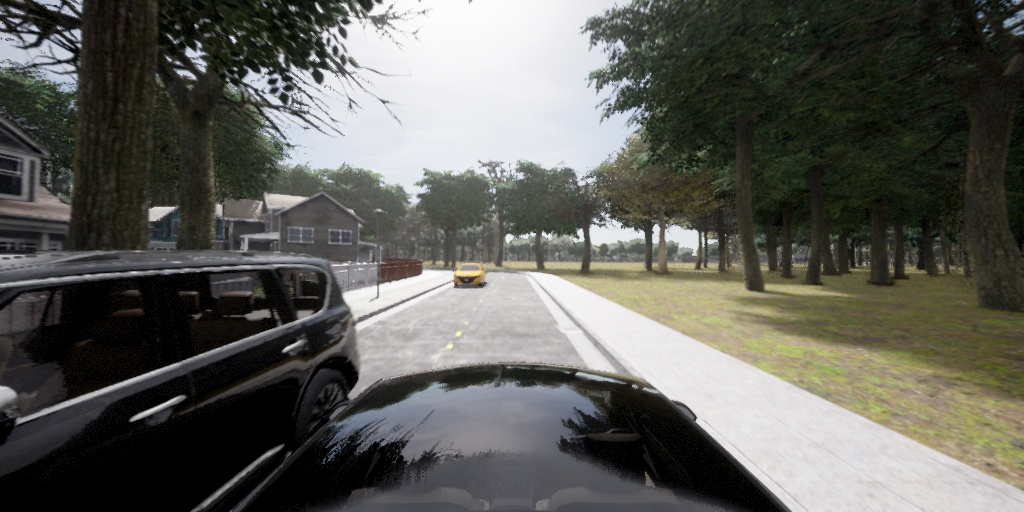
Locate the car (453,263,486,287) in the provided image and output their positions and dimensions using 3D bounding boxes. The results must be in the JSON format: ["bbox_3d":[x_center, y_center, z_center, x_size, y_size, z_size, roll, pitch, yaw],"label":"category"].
[{"bbox_3d":[-2.853,1.241,25.010,1.882,1.535,5.008,0,0,0],"label":"car"}]

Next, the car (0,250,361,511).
[{"bbox_3d":[-2.820,0.973,1.921,2.150,2.045,5.566,0,0,0],"label":"car"}]
